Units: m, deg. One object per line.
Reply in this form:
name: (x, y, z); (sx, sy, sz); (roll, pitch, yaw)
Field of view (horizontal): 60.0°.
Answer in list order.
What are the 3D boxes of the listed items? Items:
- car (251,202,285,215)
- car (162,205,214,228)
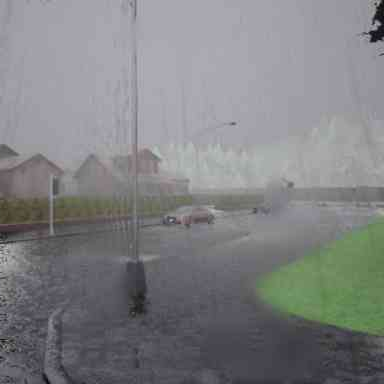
car: (7.914, 1.672, 34.382); (1.895, 1.301, 4.718); (0, 0, 36)
car: (-0.190, 1.635, 23.126); (1.994, 1.385, 4.181); (0, 0, 36)
